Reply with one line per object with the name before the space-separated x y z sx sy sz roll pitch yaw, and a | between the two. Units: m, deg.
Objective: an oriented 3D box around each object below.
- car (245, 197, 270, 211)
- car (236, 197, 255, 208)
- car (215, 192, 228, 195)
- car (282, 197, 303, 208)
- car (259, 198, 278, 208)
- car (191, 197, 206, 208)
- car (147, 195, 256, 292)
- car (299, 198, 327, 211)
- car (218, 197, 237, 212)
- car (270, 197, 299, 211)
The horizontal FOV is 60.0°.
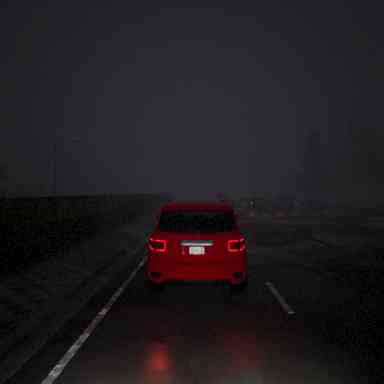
car | 7.765 1.352 40.755 2.097 1.767 4.553 0 0 1
car | 7.944 1.491 49.954 2.128 1.511 4.902 0 0 1
car | 4.446 1.221 50.052 2.150 2.045 5.566 0 0 1
car | 14.943 1.505 49.817 1.837 1.490 4.892 0 0 1
car | 11.444 1.564 49.886 1.994 1.385 4.181 0 0 1
car | 0.946 1.491 50.090 2.128 1.511 4.902 0 0 1
car | 0.147 1.221 9.095 2.150 2.045 5.566 0 0 1
car | 14.764 1.478 40.649 1.882 1.535 5.008 0 0 1
car | 4.258 1.478 40.437 1.882 1.535 5.008 0 0 1
car | 11.280 1.352 41.487 2.097 1.767 4.553 0 0 1
